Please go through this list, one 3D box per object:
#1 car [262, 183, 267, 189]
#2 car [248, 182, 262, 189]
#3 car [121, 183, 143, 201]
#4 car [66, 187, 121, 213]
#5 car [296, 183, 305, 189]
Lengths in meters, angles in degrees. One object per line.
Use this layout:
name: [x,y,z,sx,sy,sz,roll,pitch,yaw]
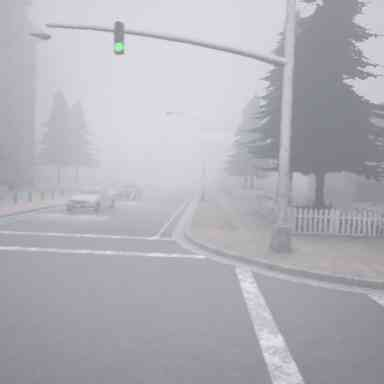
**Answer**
car: [16.836,-1.500,79.824,1.970,1.475,3.806,2,2,3]
car: [13.477,-1.310,72.569,1.845,1.501,3.633,2,2,3]
car: [-5.807,-0.041,31.208,1.837,1.490,4.892,2,2,3]
car: [-6.238,0.405,21.036,1.812,1.442,4.674,2,2,4]
car: [29.378,-1.590,90.184,1.845,1.501,3.633,2,2,3]
